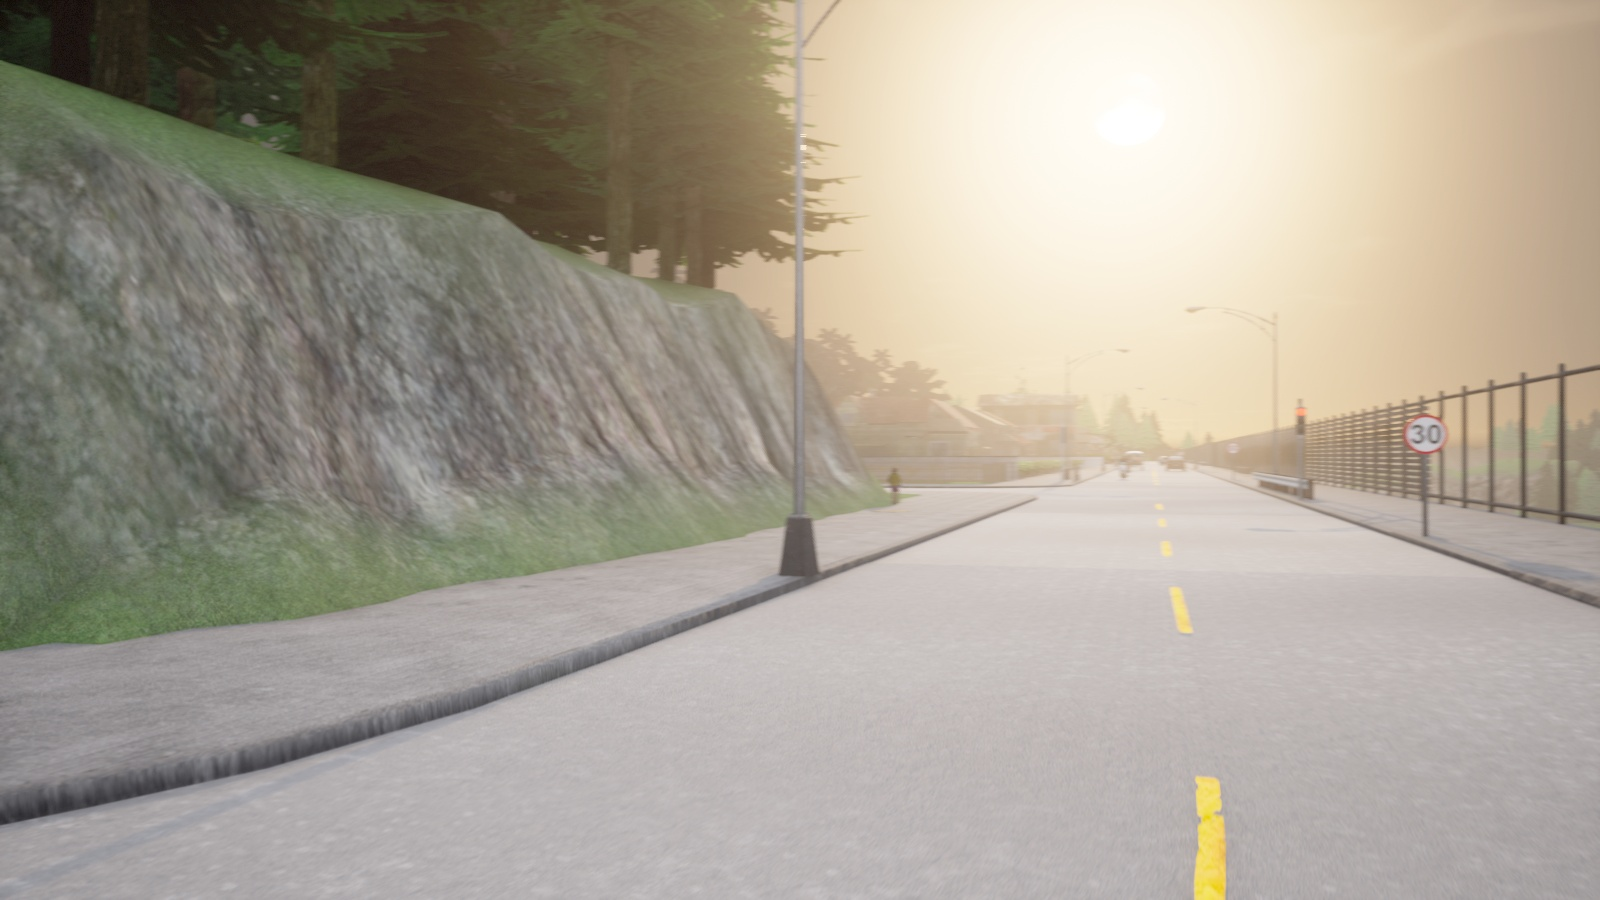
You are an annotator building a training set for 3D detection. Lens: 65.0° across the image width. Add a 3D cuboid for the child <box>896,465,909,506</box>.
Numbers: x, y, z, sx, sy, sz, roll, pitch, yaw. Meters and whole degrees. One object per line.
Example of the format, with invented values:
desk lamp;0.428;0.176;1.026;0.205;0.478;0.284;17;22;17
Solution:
child;2.913;1.003;35.675;0.299;1.160;0.473;0;0;16
